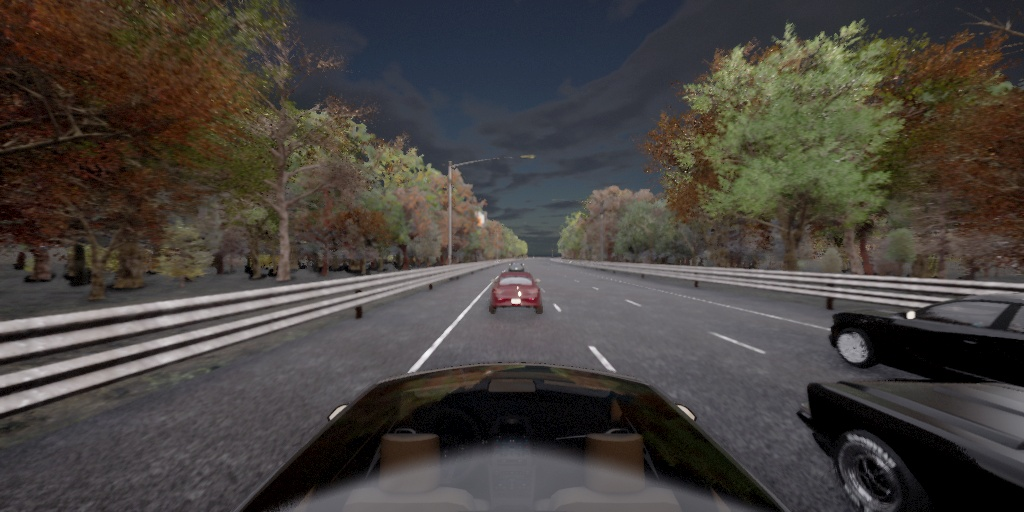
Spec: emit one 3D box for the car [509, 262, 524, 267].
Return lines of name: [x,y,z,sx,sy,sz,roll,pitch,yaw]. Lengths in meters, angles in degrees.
car: [0.571,1.482,44.938,1.994,1.385,4.181,0,0,1]

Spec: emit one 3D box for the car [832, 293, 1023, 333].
car: [7.107,1.243,4.904,1.882,1.535,5.008,0,0,0]

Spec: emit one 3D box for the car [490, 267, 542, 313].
car: [0.147,1.324,14.088,1.812,1.442,4.674,0,0,0]

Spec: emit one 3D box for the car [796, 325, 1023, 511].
car: [3.600,1.350,1.192,1.895,1.301,4.718,0,0,0]
